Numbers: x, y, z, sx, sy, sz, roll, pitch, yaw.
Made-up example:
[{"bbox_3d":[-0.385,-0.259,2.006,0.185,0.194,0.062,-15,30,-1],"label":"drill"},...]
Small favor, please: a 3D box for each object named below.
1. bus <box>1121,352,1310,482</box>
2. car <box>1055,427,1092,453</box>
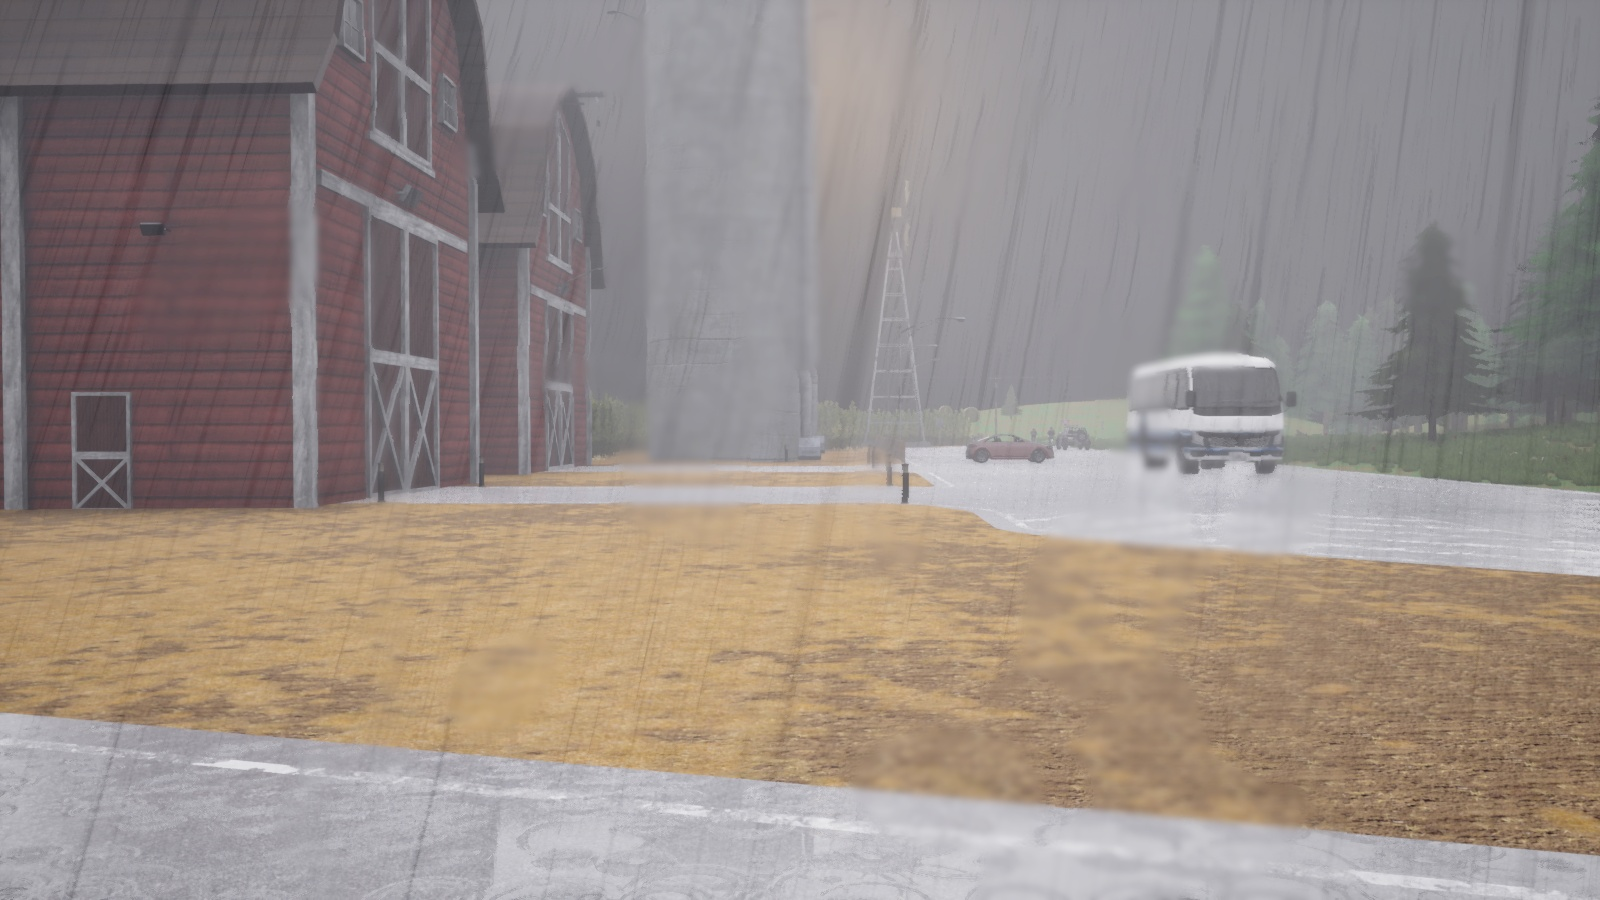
[{"bbox_3d":[15.011,-1.183,46.556,3.944,4.253,10.273,0,1,2],"label":"bus"},{"bbox_3d":[20.507,-0.775,94.333,1.932,1.855,4.605,0,1,3],"label":"car"}]
